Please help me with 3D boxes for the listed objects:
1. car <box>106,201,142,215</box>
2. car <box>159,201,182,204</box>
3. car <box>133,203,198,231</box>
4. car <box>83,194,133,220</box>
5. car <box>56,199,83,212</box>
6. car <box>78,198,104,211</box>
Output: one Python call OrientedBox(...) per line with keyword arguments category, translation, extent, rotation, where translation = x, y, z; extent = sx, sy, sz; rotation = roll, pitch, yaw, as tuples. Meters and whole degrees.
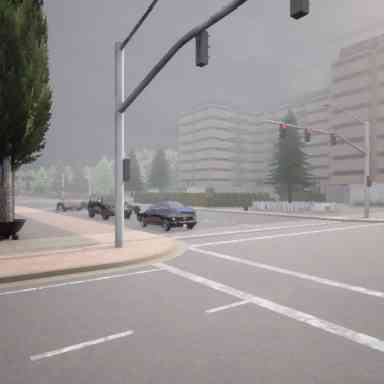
OrientedBox(category="car", translation=(-7.089, 1.601, 34.375), extent=(1.895, 1.301, 4.718), rotation=(0, 0, -36))
OrientedBox(category="car", translation=(-1.630, 1.478, 26.809), extent=(1.882, 1.535, 5.008), rotation=(0, 0, -36))
OrientedBox(category="car", translation=(-1.658, 1.601, 20.816), extent=(1.895, 1.301, 4.718), rotation=(0, 0, -35))
OrientedBox(category="car", translation=(-7.174, 1.221, 28.510), extent=(2.150, 2.045, 5.566), rotation=(0, 0, -36))
OrientedBox(category="car", translation=(-14.269, 1.526, 38.352), extent=(1.812, 1.442, 4.674), rotation=(0, 0, -35))
OrientedBox(category="car", translation=(-13.083, 1.526, 42.709), extent=(1.812, 1.442, 4.674), rotation=(0, 0, -35))
